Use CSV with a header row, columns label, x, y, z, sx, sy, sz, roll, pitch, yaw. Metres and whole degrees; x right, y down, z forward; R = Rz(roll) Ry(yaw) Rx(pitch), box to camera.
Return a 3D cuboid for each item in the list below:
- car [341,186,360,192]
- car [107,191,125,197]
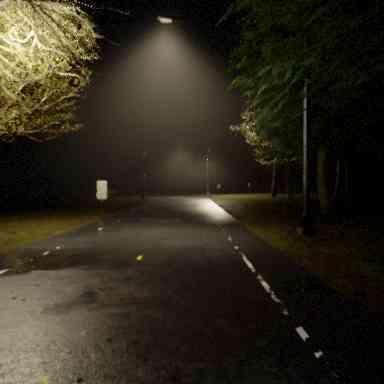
label,x,y,z,sx,sy,sz,roll,pitch,yaw
car,38.539,-0.723,81.793,5.008,1.535,1.882,-2,-1,-1
car,-17.293,0.436,74.027,4.718,1.301,1.895,-1,-1,0
